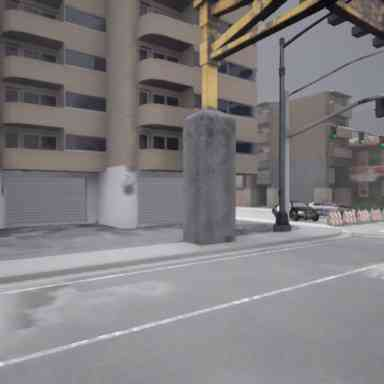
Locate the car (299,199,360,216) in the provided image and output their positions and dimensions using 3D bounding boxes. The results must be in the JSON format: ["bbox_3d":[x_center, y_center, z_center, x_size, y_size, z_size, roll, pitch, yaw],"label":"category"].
[{"bbox_3d":[11.757,1.293,28.613,4.536,1.218,1.853,0,0,34],"label":"car"}]

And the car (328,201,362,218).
[{"bbox_3d":[11.799,1.451,28.584,4.974,1.542,2.038,0,0,34],"label":"car"}]

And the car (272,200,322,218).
[{"bbox_3d":[8.215,1.294,26.485,1.853,1.218,4.536,0,0,-11],"label":"car"}]

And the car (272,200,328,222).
[{"bbox_3d":[8.225,1.451,26.434,2.038,1.542,4.974,0,0,-11],"label":"car"}]
